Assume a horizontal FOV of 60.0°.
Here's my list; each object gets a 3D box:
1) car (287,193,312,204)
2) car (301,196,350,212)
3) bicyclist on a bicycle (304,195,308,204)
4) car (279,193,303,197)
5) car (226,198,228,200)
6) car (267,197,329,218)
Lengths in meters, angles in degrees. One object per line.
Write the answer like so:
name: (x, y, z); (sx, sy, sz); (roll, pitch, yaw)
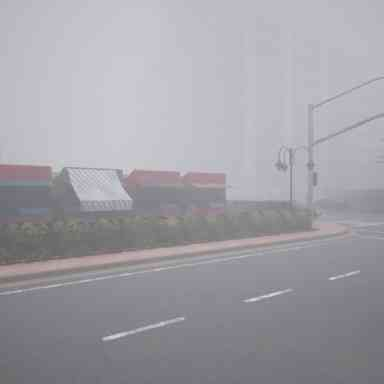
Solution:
car: (19.031, 1.114, 59.142); (1.905, 1.878, 3.866); (0, 0, -36)
car: (15.094, 1.449, 37.329); (1.837, 1.490, 4.892); (0, 0, -35)
bicyclist on a bicycle: (15.563, 1.246, 44.947); (1.656, 1.620, 0.582); (0, 0, -36)
car: (16.640, 1.114, 57.430); (1.905, 1.878, 3.866); (0, 0, -36)
car: (2.516, 1.162, 36.566); (2.150, 2.045, 5.566); (0, 0, -36)
car: (8.538, 1.436, 28.249); (2.128, 1.511, 4.902); (0, 0, -36)
